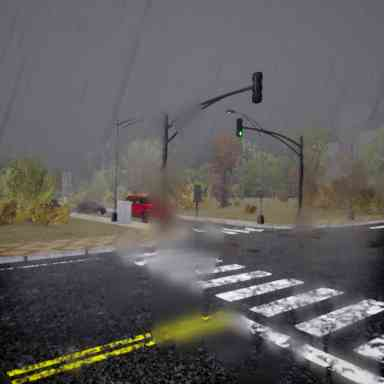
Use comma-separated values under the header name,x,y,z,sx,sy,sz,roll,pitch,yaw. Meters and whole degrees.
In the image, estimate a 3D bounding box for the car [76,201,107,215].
name,x,y,z,sx,sy,sz,roll,pitch,yaw
car,-10.984,1.698,36.074,2.033,1.411,5.357,2,-1,-35

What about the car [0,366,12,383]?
name,x,y,z,sx,sy,sz,roll,pitch,yaw
car,-3.256,1.504,1.115,4.892,1.490,1.837,0,0,-35

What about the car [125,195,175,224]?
name,x,y,z,sx,sy,sz,roll,pitch,yaw
car,-3.506,1.299,25.824,2.150,2.045,5.566,2,-1,-35
